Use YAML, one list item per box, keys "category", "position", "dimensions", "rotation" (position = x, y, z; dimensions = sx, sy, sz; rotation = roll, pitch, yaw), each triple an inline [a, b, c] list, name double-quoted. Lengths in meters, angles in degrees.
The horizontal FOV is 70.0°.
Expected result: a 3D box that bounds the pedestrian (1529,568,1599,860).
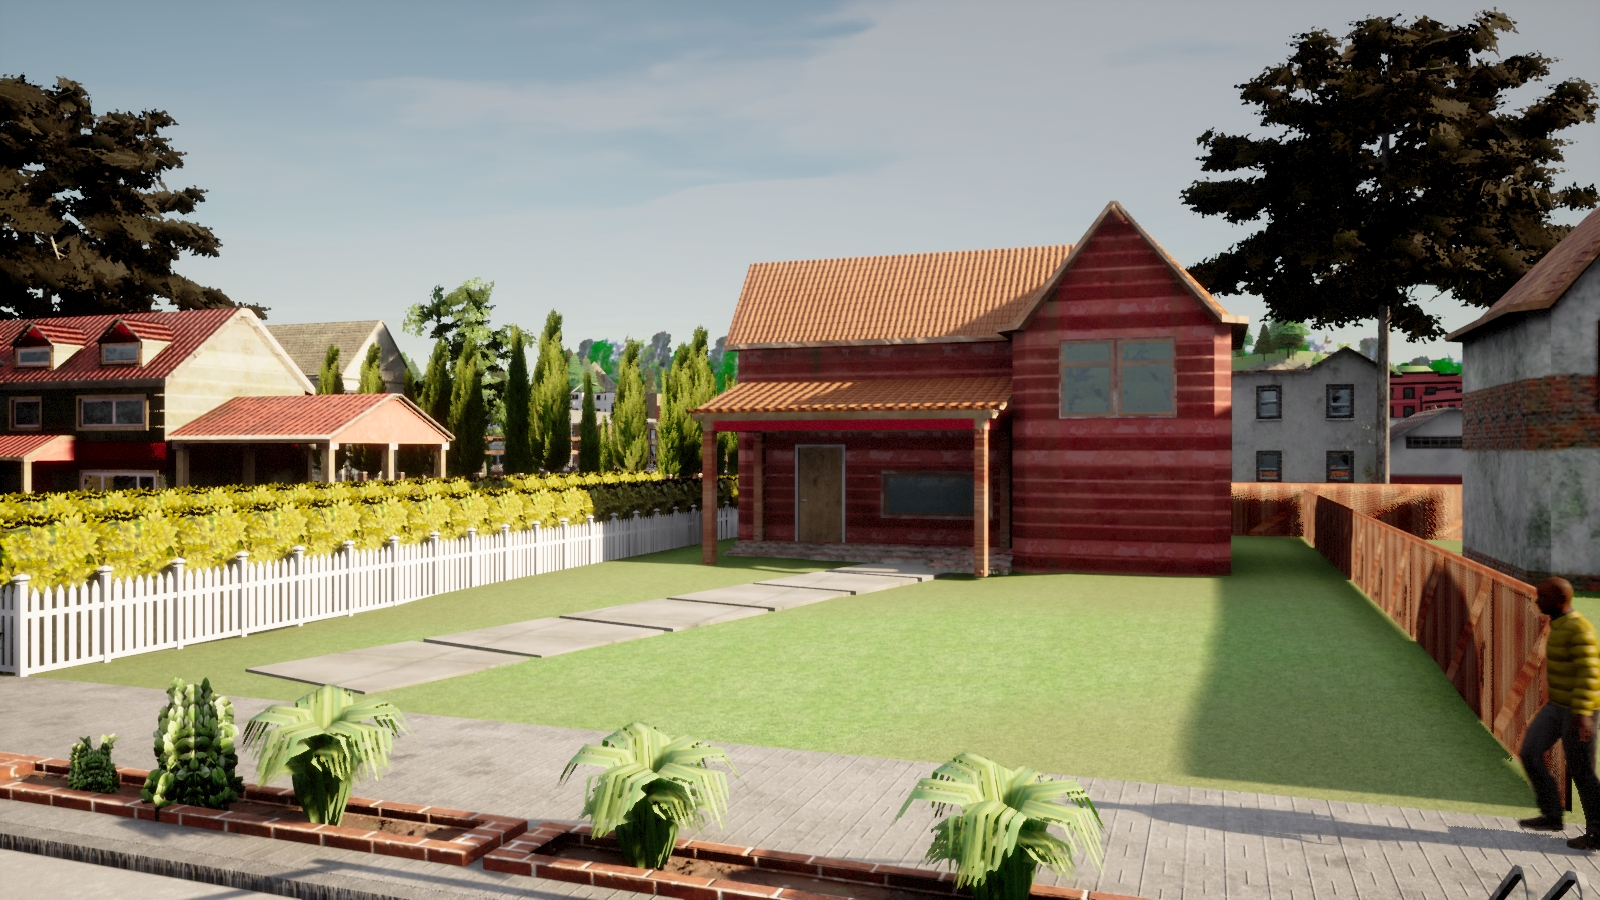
- category: "pedestrian"
  position: [5.162, 1.744, 7.669]
  dimensions: [0.375, 1.860, 0.375]
  rotation: [0, 0, 20]
